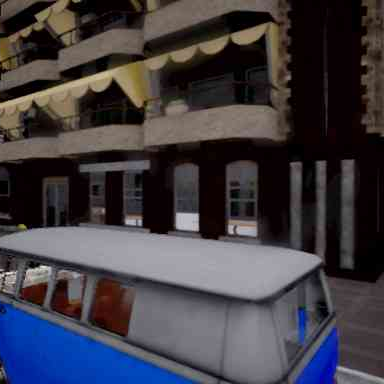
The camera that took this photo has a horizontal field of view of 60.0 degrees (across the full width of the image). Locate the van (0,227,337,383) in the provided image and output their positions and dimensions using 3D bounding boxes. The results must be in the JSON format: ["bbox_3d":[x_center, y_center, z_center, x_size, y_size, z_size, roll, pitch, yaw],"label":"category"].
[{"bbox_3d":[-0.663,1.331,3.346,3.998,1.788,1.690,0,0,35],"label":"van"}]
